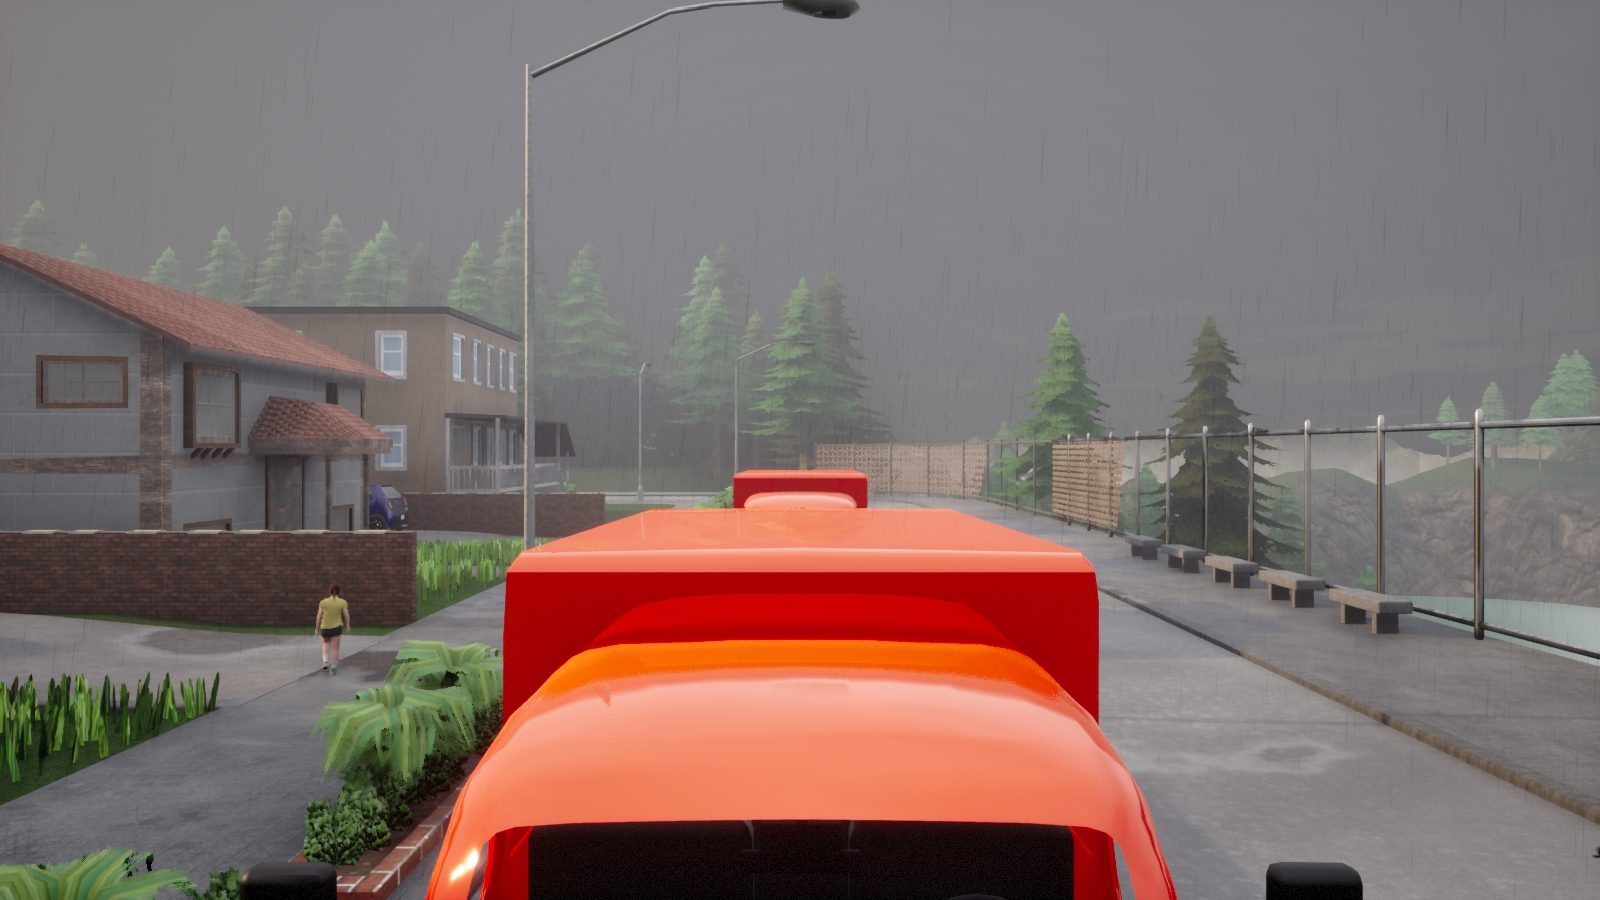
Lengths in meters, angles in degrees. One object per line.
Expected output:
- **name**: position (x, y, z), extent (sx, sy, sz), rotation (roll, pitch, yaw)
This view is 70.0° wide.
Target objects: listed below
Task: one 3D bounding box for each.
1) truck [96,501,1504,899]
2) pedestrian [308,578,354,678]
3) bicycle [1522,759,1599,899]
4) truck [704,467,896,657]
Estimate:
- **truck**: position (0.000, 1.569, 4.736), extent (2.627, 2.467, 5.204), rotation (0, 0, 0)
- **pedestrian**: position (-5.645, 2.133, 13.773), extent (0.500, 1.100, 0.500), rotation (0, 0, -20)
- **bicycle**: position (3.985, 2.162, 4.882), extent (0.859, 1.276, 1.487), rotation (0, 0, 0)
- **truck**: position (0.005, 1.571, 18.235), extent (2.627, 2.467, 5.204), rotation (0, 1, 0)
